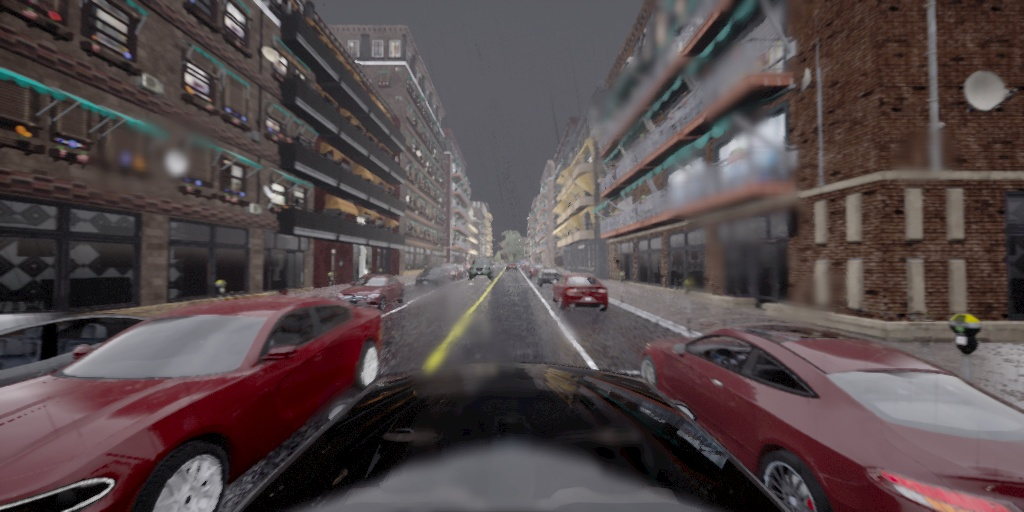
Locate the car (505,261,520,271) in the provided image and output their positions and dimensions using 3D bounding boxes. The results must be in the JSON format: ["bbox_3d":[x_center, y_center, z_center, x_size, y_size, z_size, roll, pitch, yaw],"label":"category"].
[{"bbox_3d":[0.002,1.738,59.538,1.837,1.490,4.892,0,0,0],"label":"car"}]

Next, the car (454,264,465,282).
[{"bbox_3d":[-5.690,1.436,31.950,1.967,1.591,4.097,0,0,0],"label":"car"}]

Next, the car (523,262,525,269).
[{"bbox_3d":[2.692,1.647,43.231,2.007,1.370,4.403,0,0,0],"label":"car"}]

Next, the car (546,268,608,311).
[{"bbox_3d":[2.690,1.406,14.924,1.888,1.381,4.507,0,0,0],"label":"car"}]

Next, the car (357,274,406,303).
[{"bbox_3d":[-5.691,1.438,14.965,1.802,1.307,4.207,0,0,0],"label":"car"}]

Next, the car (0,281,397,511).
[{"bbox_3d":[-3.097,1.245,4.041,1.882,1.535,5.008,0,0,0],"label":"car"}]

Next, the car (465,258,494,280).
[{"bbox_3d":[-3.008,1.259,36.020,2.150,2.045,5.566,0,-1,0],"label":"car"}]

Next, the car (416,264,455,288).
[{"bbox_3d":[-5.691,1.515,26.288,1.948,1.339,4.313,0,0,0],"label":"car"}]

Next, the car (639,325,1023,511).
[{"bbox_3d":[2.692,1.349,3.603,1.802,1.307,4.207,0,0,0],"label":"car"}]

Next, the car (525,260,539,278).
[{"bbox_3d":[2.691,1.489,37.569,1.967,1.591,4.097,0,0,0],"label":"car"}]

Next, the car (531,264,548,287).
[{"bbox_3d":[2.690,1.505,26.247,2.007,1.370,4.403,0,0,0],"label":"car"}]
